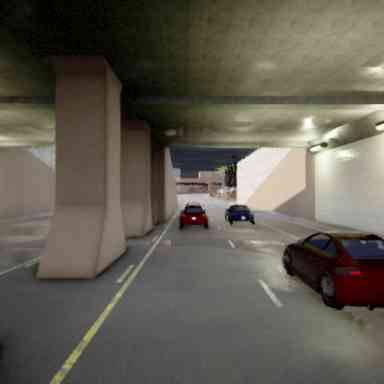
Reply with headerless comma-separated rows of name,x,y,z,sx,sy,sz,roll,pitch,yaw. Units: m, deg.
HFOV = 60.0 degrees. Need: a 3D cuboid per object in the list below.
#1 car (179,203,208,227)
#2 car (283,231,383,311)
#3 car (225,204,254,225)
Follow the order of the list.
car,0.129,1.700,23.890,1.994,1.385,4.181,0,0,0
car,3.609,1.610,7.966,1.994,1.385,4.181,0,0,0
car,3.632,1.672,25.719,1.812,1.442,4.674,0,0,0
